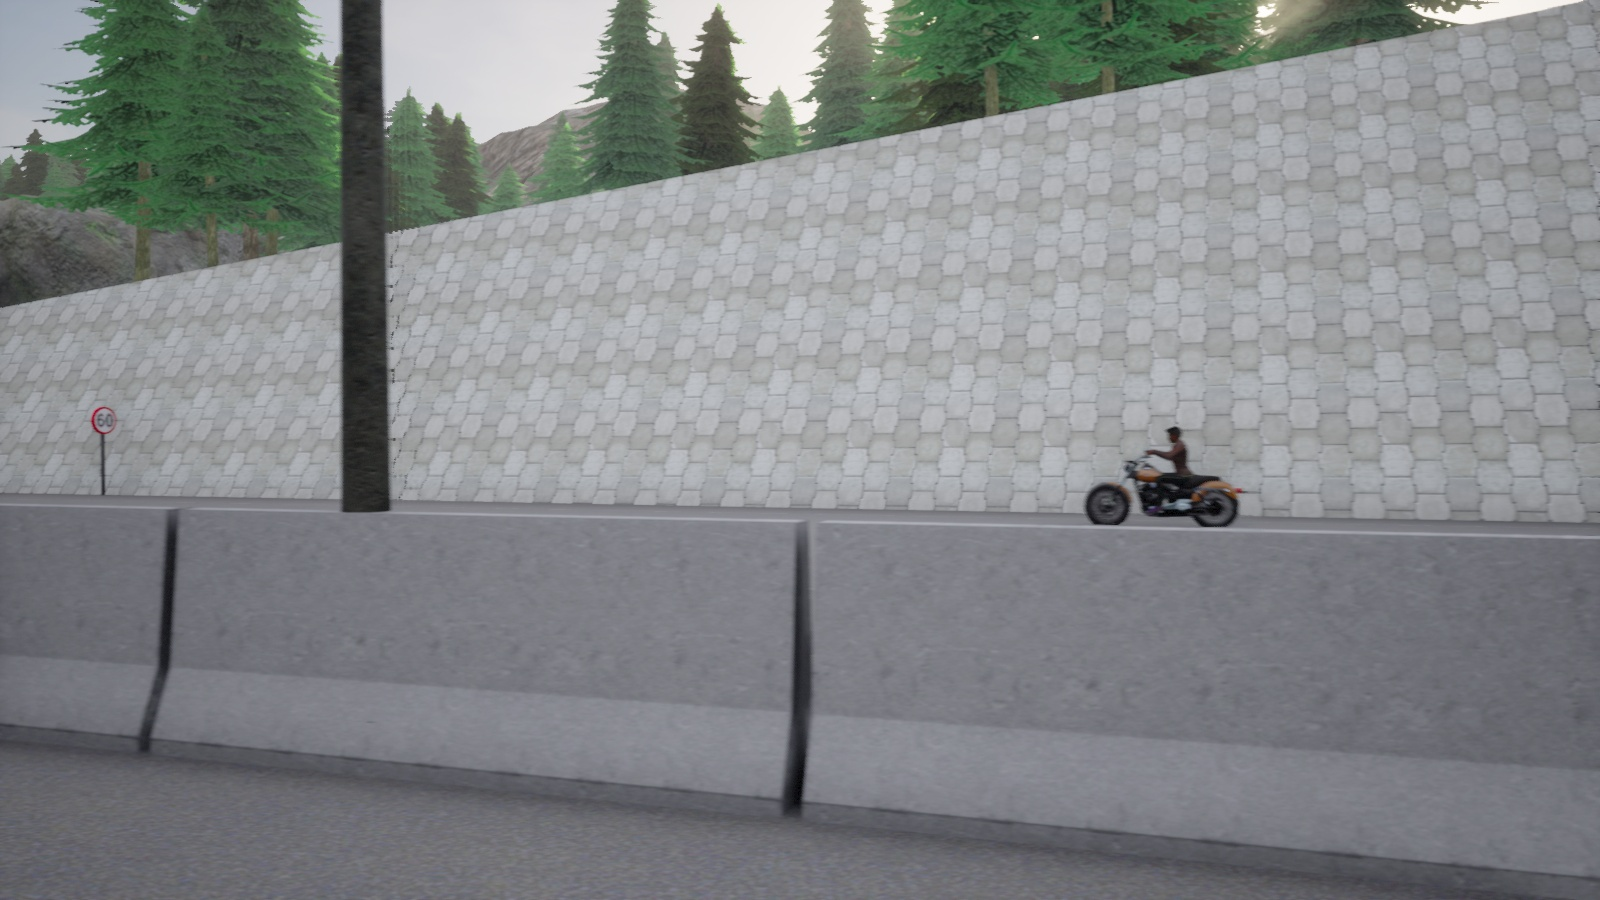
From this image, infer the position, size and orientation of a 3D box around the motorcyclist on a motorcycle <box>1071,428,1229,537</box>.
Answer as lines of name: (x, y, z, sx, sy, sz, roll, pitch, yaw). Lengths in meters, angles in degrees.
motorcyclist on a motorcycle: (5.518, 0.481, 19.798, 2.350, 1.649, 0.766, 0, 1, 19)
